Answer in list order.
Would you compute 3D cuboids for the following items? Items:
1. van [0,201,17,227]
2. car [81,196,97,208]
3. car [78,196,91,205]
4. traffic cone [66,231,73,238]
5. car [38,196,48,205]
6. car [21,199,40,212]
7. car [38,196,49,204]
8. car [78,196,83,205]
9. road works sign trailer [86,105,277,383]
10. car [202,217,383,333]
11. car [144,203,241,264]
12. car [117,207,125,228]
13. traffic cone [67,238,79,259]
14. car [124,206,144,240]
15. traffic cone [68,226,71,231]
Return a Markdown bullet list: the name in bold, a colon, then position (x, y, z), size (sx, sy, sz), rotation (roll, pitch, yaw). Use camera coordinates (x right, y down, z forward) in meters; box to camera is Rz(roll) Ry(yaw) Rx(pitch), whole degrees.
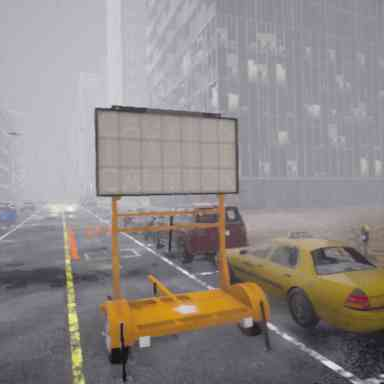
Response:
- **van**: position (-13.798, 1.538, 24.139), size (1.690, 1.788, 3.998), rotation (0, 0, -21)
- **car**: position (-16.124, 1.802, 52.900), size (1.947, 1.339, 4.313), rotation (0, 0, -21)
- **car**: position (-22.199, 1.672, 68.317), size (2.192, 1.841, 5.009), rotation (0, 0, -21)
- **traffic cone**: position (-4.850, 2.010, 13.456), size (0.340, 0.580, 0.340), rotation (-1, 0, -22)
- **car**: position (-32.017, 2.082, 70.382), size (1.887, 1.381, 4.507), rotation (0, 0, -21)
- **car**: position (-21.895, 1.917, 44.691), size (1.802, 1.307, 4.206), rotation (0, 0, -21)
- **car**: position (-36.068, 1.945, 80.661), size (2.192, 1.841, 5.009), rotation (0, 0, -21)
- **car**: position (-18.150, 1.590, 58.040), size (2.192, 1.841, 5.009), rotation (0, 0, -21)
- **road works sign trailer**: position (-0.390, 0.456, 5.547), size (2.380, 3.560, 2.880), rotation (-1, 0, -22)
- **car**: position (2.033, 1.474, 6.815), size (1.752, 1.417, 4.829), rotation (0, 0, -21)
- **car**: position (0.071, 1.289, 11.795), size (2.192, 1.841, 5.009), rotation (0, 0, -21)
- **car**: position (-3.978, 1.574, 22.071), size (1.887, 1.381, 4.507), rotation (0, 0, -21)
- **traffic cone**: position (-4.117, 2.001, 11.595), size (0.340, 0.580, 0.340), rotation (-1, 0, -22)
- **car**: position (-1.953, 1.566, 16.932), size (1.947, 1.339, 4.313), rotation (0, 0, -21)
- **traffic cone**: position (-5.583, 2.020, 15.317), size (0.340, 0.580, 0.340), rotation (-1, 0, -22)
